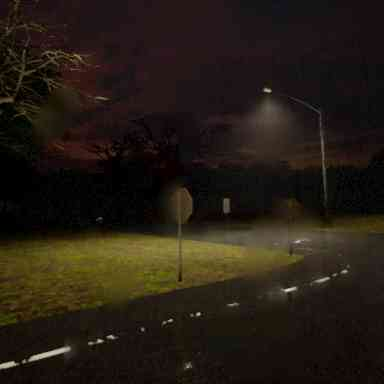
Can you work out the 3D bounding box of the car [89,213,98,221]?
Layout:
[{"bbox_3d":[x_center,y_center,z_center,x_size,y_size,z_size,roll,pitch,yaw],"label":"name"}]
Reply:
[{"bbox_3d":[-17.238,4.510,60.653,2.128,1.511,4.902,-1,-1,-35],"label":"car"}]

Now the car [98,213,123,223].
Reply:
[{"bbox_3d":[-13.223,4.277,54.885,2.033,1.411,5.357,-1,-2,-34],"label":"car"}]
